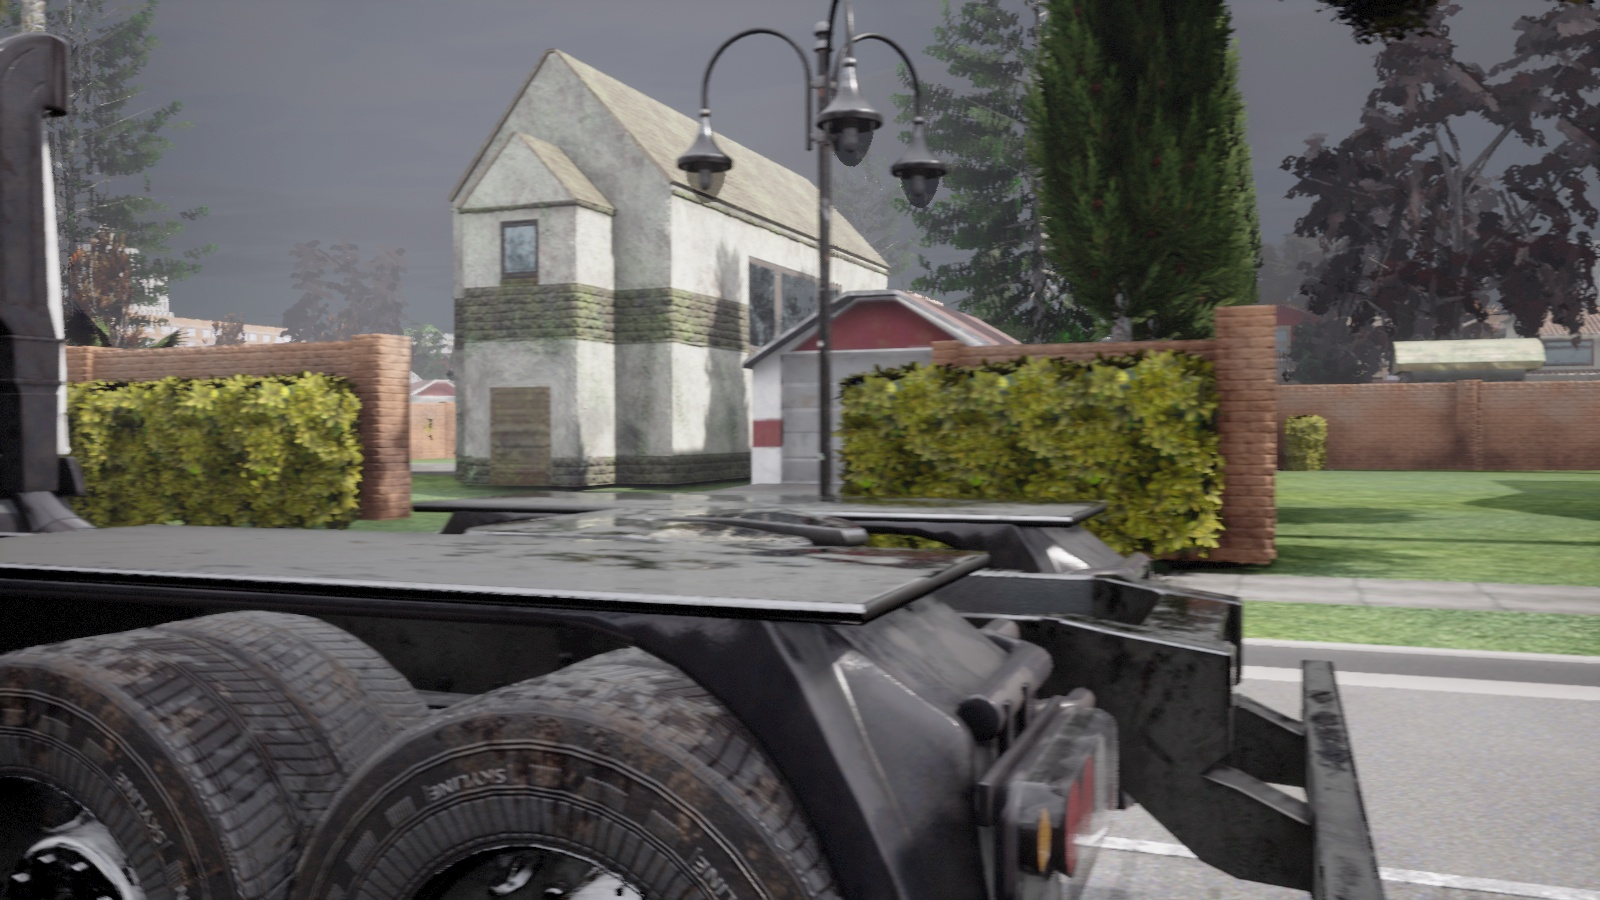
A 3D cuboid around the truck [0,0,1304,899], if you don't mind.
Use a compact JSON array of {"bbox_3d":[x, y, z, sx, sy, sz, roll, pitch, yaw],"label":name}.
[{"bbox_3d":[-2.587,-0.235,4.277,7.936,3.462,2.891,1,1,21],"label":"truck"}]
